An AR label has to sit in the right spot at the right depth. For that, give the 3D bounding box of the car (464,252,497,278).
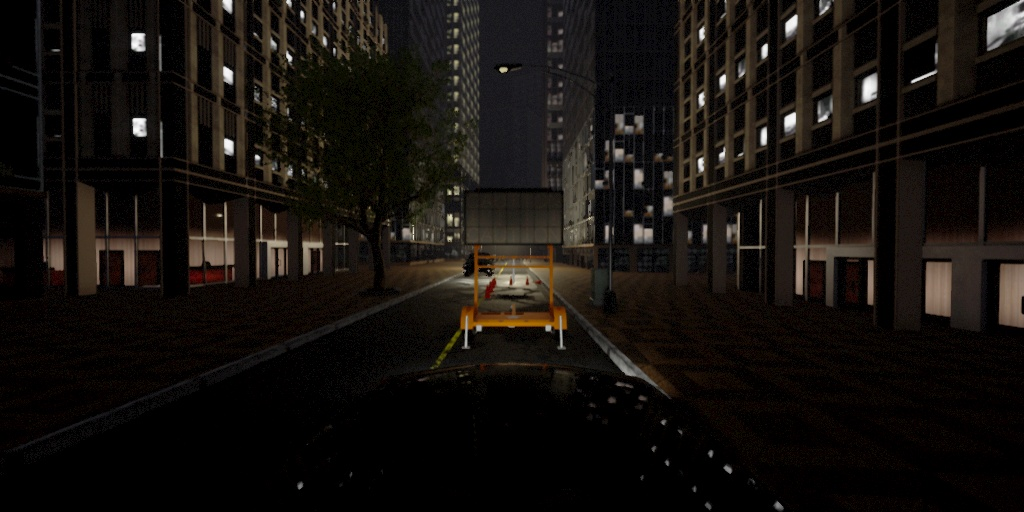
[{"bbox_3d":[-2.695,0.678,30.259,2.150,2.045,5.566,0,1,0],"label":"car"}]

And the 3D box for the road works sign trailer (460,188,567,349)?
[{"bbox_3d":[0.043,0.136,8.897,2.380,3.560,2.880,0,0,0],"label":"road works sign trailer"}]
